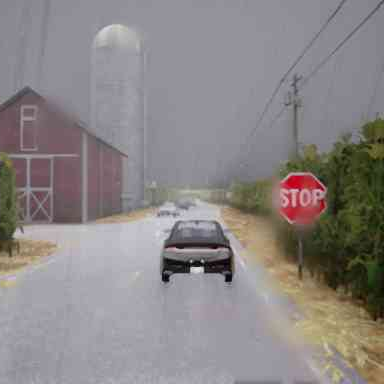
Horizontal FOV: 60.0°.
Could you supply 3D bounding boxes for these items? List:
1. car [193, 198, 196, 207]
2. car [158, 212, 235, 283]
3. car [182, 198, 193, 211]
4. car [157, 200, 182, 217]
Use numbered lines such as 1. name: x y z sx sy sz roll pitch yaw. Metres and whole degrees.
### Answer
1. car: -0.394 1.834 62.398 2.097 1.767 4.553 0 0 3
2. car: 0.150 1.569 9.942 2.128 1.511 4.902 0 0 1
3. car: -1.394 1.918 47.893 2.033 1.411 5.357 0 0 5
4. car: -2.383 1.789 33.986 1.812 1.442 4.674 0 0 4
